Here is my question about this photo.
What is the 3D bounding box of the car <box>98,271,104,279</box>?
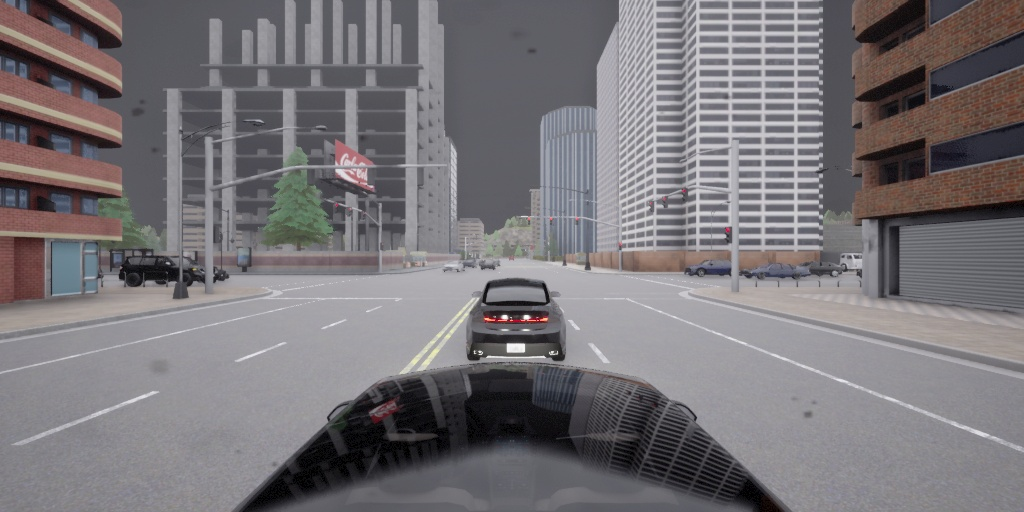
[{"bbox_3d":[-34.871,1.297,27.514,5.357,1.411,2.033,0,0,0],"label":"car"}]

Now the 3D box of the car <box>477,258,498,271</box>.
[{"bbox_3d":[-3.347,1.227,50.475,1.882,1.535,5.008,0,0,0],"label":"car"}]

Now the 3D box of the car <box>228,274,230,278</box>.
[{"bbox_3d":[-24.285,1.314,27.515,4.181,1.385,1.994,0,0,0],"label":"car"}]

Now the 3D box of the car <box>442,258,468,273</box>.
[{"bbox_3d":[-7.112,1.276,43.885,1.812,1.442,4.674,0,0,5],"label":"car"}]

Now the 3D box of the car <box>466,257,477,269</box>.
[{"bbox_3d":[-6.802,1.297,57.473,2.033,1.411,5.357,0,0,0],"label":"car"}]

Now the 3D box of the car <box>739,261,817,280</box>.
[{"bbox_3d":[22.812,1.297,31.229,5.357,1.411,2.033,0,0,0],"label":"car"}]

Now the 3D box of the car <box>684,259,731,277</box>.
[{"bbox_3d":[19.222,1.102,34.728,4.553,1.767,2.097,0,0,0],"label":"car"}]

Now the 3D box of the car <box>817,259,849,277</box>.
[{"bbox_3d":[29.072,1.255,34.721,4.892,1.490,1.837,0,0,0],"label":"car"}]

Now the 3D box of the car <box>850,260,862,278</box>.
[{"bbox_3d":[32.724,1.314,31.217,4.181,1.385,1.994,0,0,0],"label":"car"}]

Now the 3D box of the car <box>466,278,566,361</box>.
[{"bbox_3d":[0.095,1.255,8.268,1.837,1.490,4.892,0,0,1],"label":"car"}]

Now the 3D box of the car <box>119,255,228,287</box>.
[{"bbox_3d":[-22.808,0.972,24.015,5.566,2.045,2.150,0,0,0],"label":"car"}]
